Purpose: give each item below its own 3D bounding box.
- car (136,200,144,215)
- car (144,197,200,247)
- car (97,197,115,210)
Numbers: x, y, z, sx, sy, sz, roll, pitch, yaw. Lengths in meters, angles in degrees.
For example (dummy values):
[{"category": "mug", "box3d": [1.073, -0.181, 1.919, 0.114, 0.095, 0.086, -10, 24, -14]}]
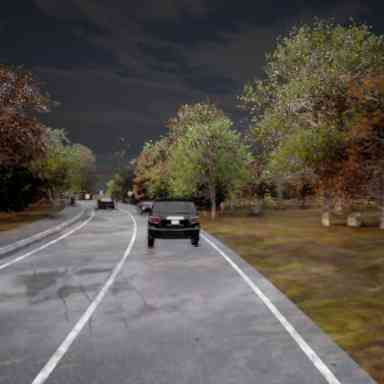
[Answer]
[{"category": "car", "box3d": [-4.687, 1.574, 34.471, 2.033, 1.411, 5.357, 1, 0, -15]}, {"category": "car", "box3d": [-0.962, 1.242, 15.391, 2.150, 2.045, 5.566, 1, 0, -7]}, {"category": "car", "box3d": [-10.961, 1.349, 42.241, 1.882, 1.535, 5.008, 2, 1, -20]}]
